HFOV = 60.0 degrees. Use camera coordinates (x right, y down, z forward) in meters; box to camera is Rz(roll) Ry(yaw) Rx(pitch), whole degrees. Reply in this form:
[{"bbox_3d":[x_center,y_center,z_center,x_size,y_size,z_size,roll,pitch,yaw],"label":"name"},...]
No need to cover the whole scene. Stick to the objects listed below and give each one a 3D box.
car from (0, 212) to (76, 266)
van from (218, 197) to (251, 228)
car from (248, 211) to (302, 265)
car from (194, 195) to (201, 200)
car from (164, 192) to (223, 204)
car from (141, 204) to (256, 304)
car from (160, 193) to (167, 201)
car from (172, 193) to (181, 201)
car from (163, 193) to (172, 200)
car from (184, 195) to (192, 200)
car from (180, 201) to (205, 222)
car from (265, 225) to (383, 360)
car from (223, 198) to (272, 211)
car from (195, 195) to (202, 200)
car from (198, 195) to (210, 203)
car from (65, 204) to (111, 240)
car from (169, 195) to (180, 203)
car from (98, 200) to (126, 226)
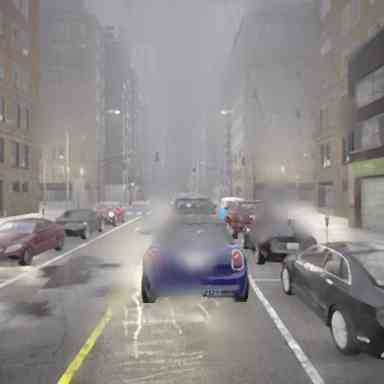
[{"bbox_3d":[-5.702,1.559,11.344,1.802,1.307,4.206,0,0,0],"label":"car"},{"bbox_3d":[2.787,1.297,22.428,1.690,1.788,3.998,0,0,0],"label":"van"},{"bbox_3d":[2.824,1.543,11.381,1.947,1.339,4.313,0,0,0],"label":"car"},{"bbox_3d":[1.632,1.433,94.578,1.887,1.381,4.507,0,0,-1],"label":"car"},{"bbox_3d":[0.048,1.190,16.016,2.150,2.045,5.566,0,0,0],"label":"car"},{"bbox_3d":[0.029,1.336,8.289,2.097,1.767,4.553,0,0,-1],"label":"car"},{"bbox_3d":[-6.459,1.326,77.415,1.967,1.590,4.097,0,0,-1],"label":"car"},{"bbox_3d":[-3.960,1.236,84.081,2.097,1.767,4.553,0,0,-1],"label":"car"},{"bbox_3d":[-6.891,1.203,94.375,2.192,1.841,5.009,0,0,-1],"label":"car"},{"bbox_3d":[-1.148,1.434,91.550,1.994,1.385,4.181,0,0,-1],"label":"car"},{"bbox_3d":[0.009,1.474,26.583,1.812,1.442,4.674,0,0,-1],"label":"car"},{"bbox_3d":[2.843,1.539,5.857,2.008,1.369,4.403,0,0,0],"label":"car"},{"bbox_3d":[2.806,1.282,16.905,2.192,1.841,5.009,0,0,0],"label":"car"},{"bbox_3d":[1.776,1.463,88.926,1.802,1.307,4.206,0,0,-1],"label":"car"},{"bbox_3d":[2.350,1.336,66.317,1.967,1.590,4.097,0,0,-1],"label":"car"},{"bbox_3d":[-5.721,1.532,16.869,1.947,1.339,4.313,0,0,0],"label":"car"},{"bbox_3d":[-3.576,1.409,68.797,2.128,1.511,4.902,0,0,-1],"label":"car"},{"bbox_3d":[-5.739,1.396,22.394,1.967,1.590,4.097,0,0,0],"label":"car"}]
